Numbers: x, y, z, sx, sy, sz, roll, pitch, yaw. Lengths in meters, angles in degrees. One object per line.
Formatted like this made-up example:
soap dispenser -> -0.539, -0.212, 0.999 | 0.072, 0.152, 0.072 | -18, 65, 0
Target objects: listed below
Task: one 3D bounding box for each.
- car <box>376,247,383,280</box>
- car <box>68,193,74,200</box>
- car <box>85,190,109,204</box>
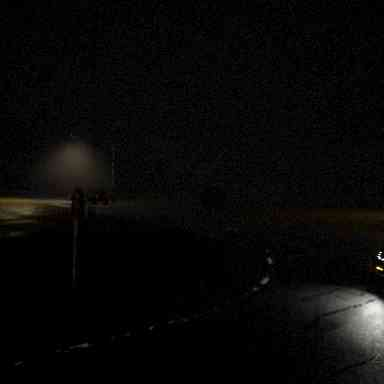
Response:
car -> 6.620, 1.507, 8.536 | 4.892, 1.490, 1.837 | 1, 0, -35
car -> -20.099, 0.828, 57.600 | 1.812, 1.442, 4.674 | 2, 0, -35
car -> -14.112, 0.724, 49.107 | 2.150, 2.045, 5.566 | 2, 0, -35
